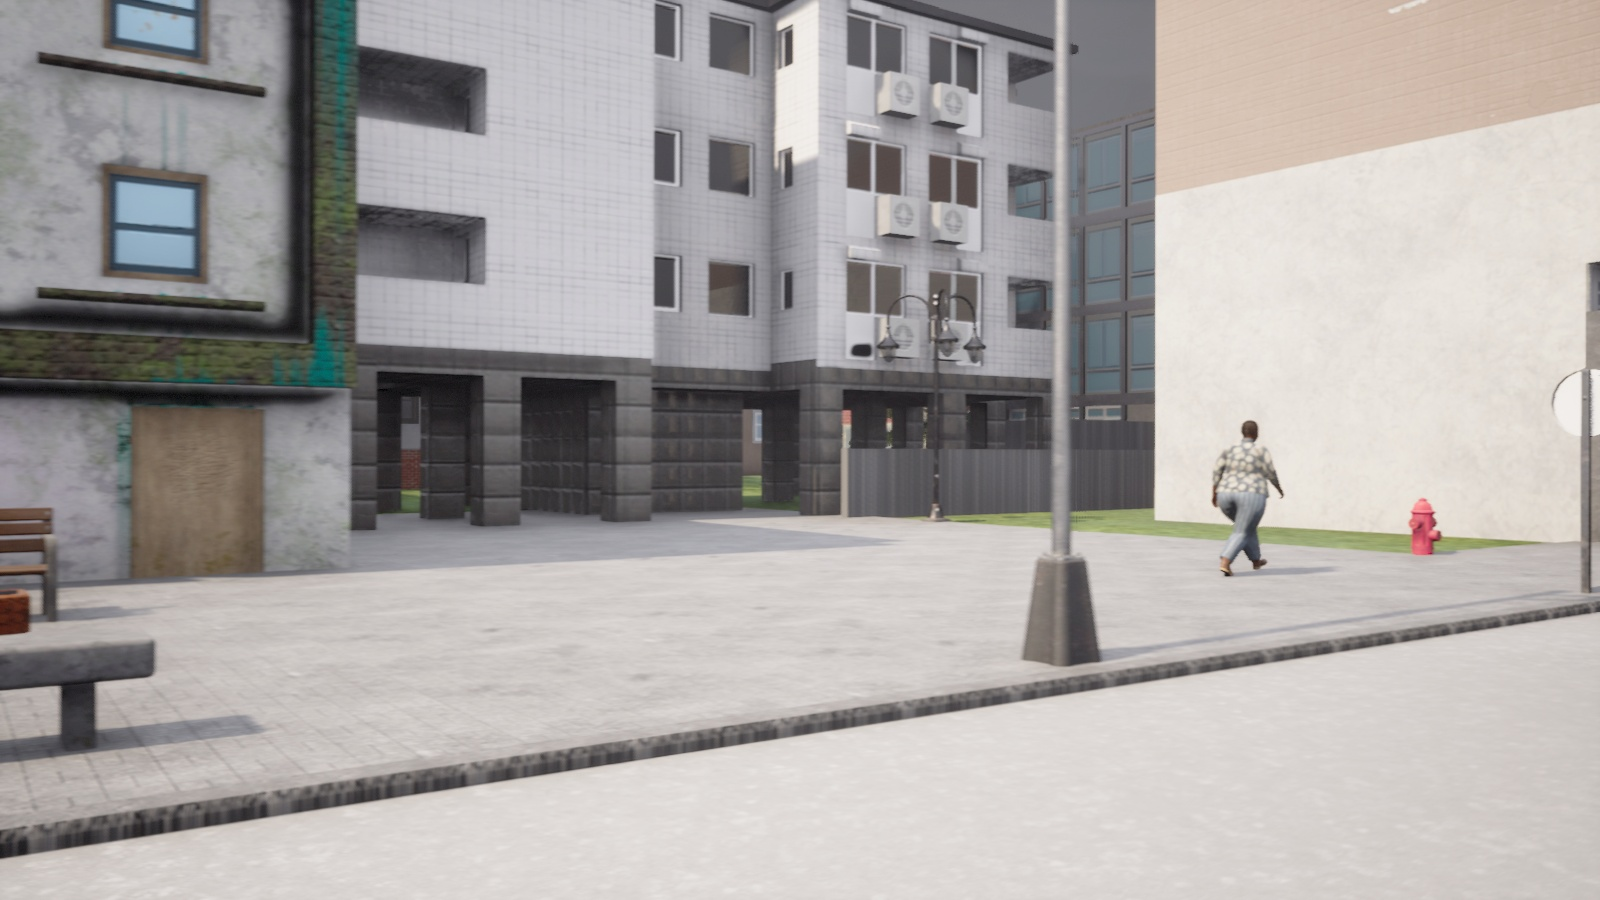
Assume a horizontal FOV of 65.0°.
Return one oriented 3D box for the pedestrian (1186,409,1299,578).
[{"bbox_3d":[5.070,0.479,14.393,0.900,1.855,0.874,0,0,-38],"label":"pedestrian"}]
